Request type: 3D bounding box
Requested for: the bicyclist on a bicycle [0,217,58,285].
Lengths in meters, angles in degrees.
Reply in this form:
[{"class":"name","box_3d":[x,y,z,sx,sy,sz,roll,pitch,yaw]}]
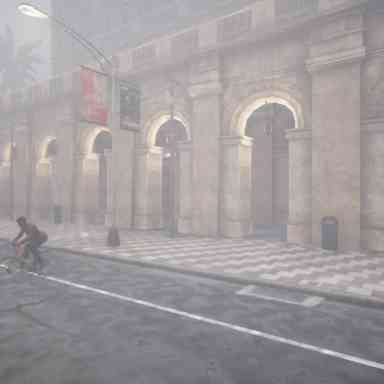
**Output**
[{"class":"bicyclist on a bicycle","box_3d":[-4.190,1.446,8.508,0.582,1.620,1.656,0,1,36]}]
